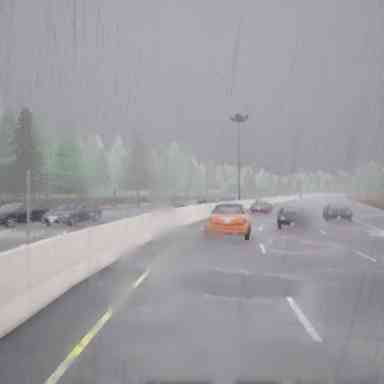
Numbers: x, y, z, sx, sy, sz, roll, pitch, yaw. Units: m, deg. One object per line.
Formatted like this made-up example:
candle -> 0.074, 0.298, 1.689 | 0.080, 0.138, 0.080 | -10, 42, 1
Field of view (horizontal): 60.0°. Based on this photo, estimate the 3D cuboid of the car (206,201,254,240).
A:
car -> 2.011, 1.352, 17.305 | 2.097, 1.767, 4.553 | 0, 0, 11

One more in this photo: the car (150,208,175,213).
car -> -2.190, 1.524, 30.150 | 2.033, 1.411, 5.357 | 0, 0, 18

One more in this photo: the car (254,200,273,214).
car -> 7.498, 1.579, 35.661 | 1.994, 1.385, 4.181 | 0, 0, 21

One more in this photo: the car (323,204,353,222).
car -> 11.744, 1.638, 27.111 | 1.895, 1.301, 4.718 | 0, 0, 18

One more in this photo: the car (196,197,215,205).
car -> 2.515, 1.583, 60.903 | 1.895, 1.301, 4.718 | 0, 0, 23

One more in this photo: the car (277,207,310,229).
car -> 6.602, 1.619, 22.027 | 1.895, 1.301, 4.718 | 0, 0, 14

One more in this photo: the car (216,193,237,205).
car -> 6.427, 1.224, 61.180 | 2.150, 2.045, 5.566 | 0, 0, 23
